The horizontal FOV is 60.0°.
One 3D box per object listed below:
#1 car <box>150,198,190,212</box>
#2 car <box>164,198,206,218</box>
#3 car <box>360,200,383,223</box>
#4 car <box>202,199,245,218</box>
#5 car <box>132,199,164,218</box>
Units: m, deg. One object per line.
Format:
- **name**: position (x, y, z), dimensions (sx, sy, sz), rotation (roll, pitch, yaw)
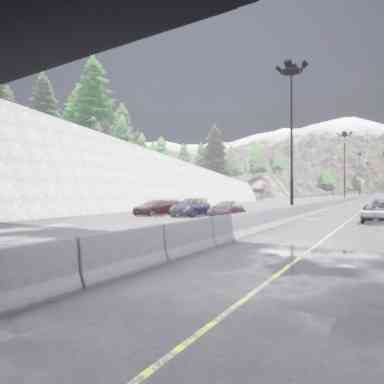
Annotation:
- **car**: position (-2.487, 1.494, 38.909), dimensions (2.033, 1.411, 5.357), rotation (0, 0, 31)
- **car**: position (-0.062, 1.307, 29.252), dimensions (2.097, 1.767, 4.553), rotation (0, 0, 31)
- **car**: position (13.340, 1.526, 24.027), dimensions (1.895, 1.301, 4.718), rotation (0, 0, 31)
- **car**: position (2.906, 1.475, 27.398), dimensions (1.812, 1.442, 4.674), rotation (0, 0, 31)
- **car**: position (-3.393, 1.440, 30.497), dimensions (1.882, 1.535, 5.008), rotation (0, 0, 31)
